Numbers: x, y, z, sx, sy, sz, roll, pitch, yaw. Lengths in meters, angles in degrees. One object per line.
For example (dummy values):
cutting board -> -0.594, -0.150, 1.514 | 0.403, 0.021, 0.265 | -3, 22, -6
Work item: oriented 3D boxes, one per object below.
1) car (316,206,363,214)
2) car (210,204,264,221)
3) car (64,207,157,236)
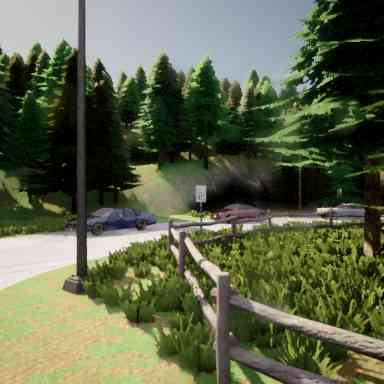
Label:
car -> 12.992, 1.628, 28.079 | 4.718, 1.301, 1.895 | 0, 0, -6
car -> 3.474, 1.591, 25.180 | 4.181, 1.385, 1.994 | 0, 0, -26
car -> -4.467, 1.574, 19.138 | 2.033, 1.411, 5.357 | 0, 0, 41
